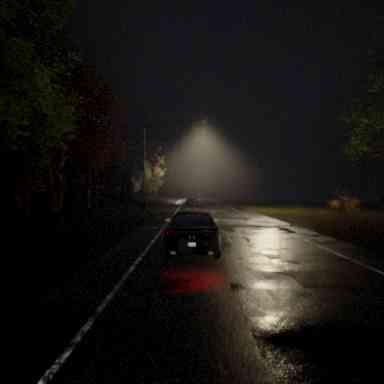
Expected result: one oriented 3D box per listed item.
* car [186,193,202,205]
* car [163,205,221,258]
[{"bbox_3d":[0.004,1.391,51.767,2.128,1.511,4.902,0,0,0],"label":"car"},{"bbox_3d":[0.003,1.458,12.712,1.882,1.535,5.008,0,0,0],"label":"car"}]
